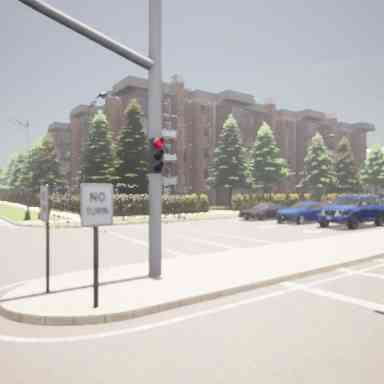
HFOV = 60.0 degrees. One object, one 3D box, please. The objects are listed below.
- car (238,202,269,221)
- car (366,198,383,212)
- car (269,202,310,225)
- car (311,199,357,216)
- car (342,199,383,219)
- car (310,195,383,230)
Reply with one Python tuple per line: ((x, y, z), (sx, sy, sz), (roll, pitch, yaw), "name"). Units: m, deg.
((6.217, 1.537, 27.044), (5.357, 1.411, 2.033), (0, 0, -36), "car")
((22.515, 1.483, 38.920), (4.892, 1.490, 1.837), (0, 0, -36), "car")
((8.194, 1.467, 24.152), (5.008, 1.535, 1.882), (0, 0, -36), "car")
((14.068, 1.462, 32.796), (5.008, 1.535, 1.882), (0, 0, -36), "car")
((15.778, 1.476, 29.715), (4.902, 1.511, 2.128), (0, 0, -36), "car")
((10.371, 1.211, 21.410), (5.566, 2.045, 2.150), (0, 0, -36), "car")
